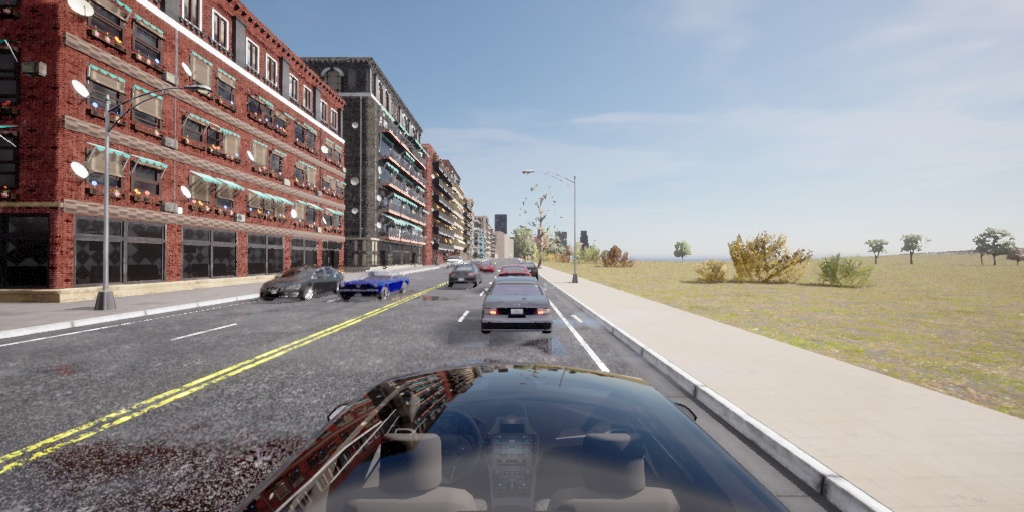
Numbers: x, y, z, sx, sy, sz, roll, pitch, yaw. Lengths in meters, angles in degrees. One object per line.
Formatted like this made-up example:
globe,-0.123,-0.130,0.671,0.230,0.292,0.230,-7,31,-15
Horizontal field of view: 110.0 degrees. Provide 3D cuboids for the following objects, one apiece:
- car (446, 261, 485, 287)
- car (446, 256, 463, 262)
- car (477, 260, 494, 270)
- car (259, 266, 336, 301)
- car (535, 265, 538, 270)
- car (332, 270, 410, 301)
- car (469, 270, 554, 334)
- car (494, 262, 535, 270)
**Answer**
car,-3.105,1.279,24.234,1.812,1.442,4.674,0,0,0
car,-9.698,0.977,60.890,2.150,2.045,5.566,0,0,0
car,-3.063,1.317,43.441,1.994,1.385,4.181,0,0,0
car,-9.820,1.257,17.226,1.837,1.490,4.892,0,0,0
car,1.197,1.232,30.597,1.882,1.535,5.008,0,0,0
car,-6.567,1.353,17.519,1.895,1.301,4.718,0,0,0
car,0.117,1.299,10.619,2.033,1.411,5.357,0,0,0
car,0.142,1.231,21.159,1.882,1.535,5.008,0,0,0
